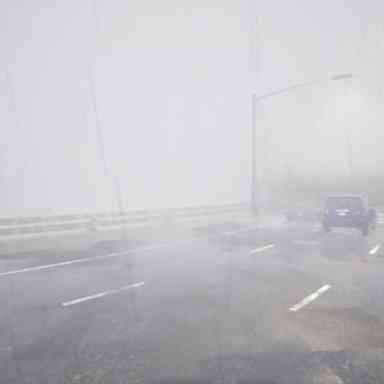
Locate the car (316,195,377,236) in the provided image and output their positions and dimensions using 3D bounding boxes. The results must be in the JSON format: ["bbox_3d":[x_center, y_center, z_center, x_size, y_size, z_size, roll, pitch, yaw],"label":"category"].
[{"bbox_3d":[8.870,1.167,18.555,2.150,2.045,5.566,0,0,34],"label":"car"}]

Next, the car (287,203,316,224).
[{"bbox_3d":[8.445,1.484,24.540,1.994,1.385,4.181,0,0,31],"label":"car"}]
